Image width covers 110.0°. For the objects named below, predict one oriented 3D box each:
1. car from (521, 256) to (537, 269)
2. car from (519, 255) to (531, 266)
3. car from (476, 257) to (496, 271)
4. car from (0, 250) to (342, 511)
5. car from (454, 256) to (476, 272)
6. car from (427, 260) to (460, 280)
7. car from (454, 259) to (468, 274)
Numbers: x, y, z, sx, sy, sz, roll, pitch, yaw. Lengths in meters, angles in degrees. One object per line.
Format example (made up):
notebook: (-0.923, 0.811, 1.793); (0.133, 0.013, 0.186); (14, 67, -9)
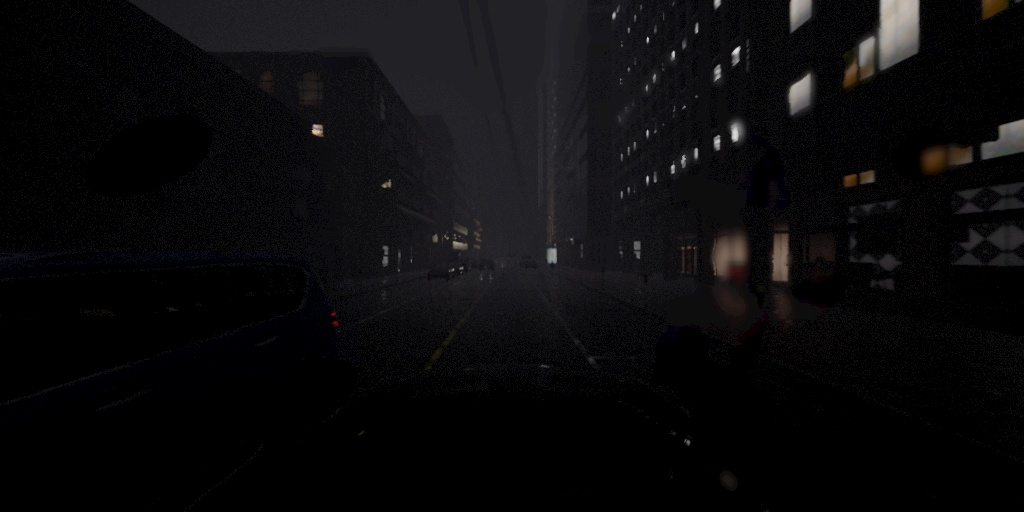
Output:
car: (2.691, 1.090, 51.957); (1.751, 1.417, 4.829); (0, 0, 0)
car: (2.394, 0.757, 62.620); (2.150, 2.045, 5.566); (0, 0, 0)
car: (-3.086, 1.080, 44.613); (2.128, 1.511, 4.902); (0, 0, 0)
car: (-3.100, 0.970, 2.017); (2.150, 2.045, 5.566); (0, 0, 0)
car: (-5.690, 0.918, 40.490); (2.192, 1.841, 5.009); (0, 0, 0)
car: (-5.690, 1.224, 29.192); (1.802, 1.307, 4.207); (0, 0, 0)
car: (-5.690, 1.205, 34.841); (1.802, 1.307, 4.207); (0, 0, 0)
